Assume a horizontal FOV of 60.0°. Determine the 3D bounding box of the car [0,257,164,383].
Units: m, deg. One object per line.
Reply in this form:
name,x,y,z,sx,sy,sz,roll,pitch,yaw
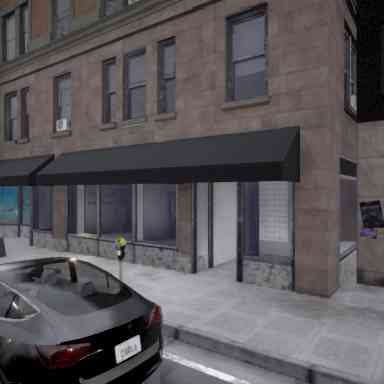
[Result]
car,-2.314,1.566,4.451,4.313,1.339,1.947,0,0,35
